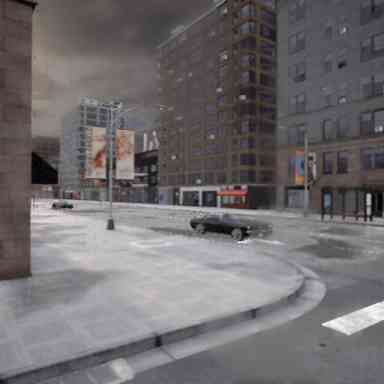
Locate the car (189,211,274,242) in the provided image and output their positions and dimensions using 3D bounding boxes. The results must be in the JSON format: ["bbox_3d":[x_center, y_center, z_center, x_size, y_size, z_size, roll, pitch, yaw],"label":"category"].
[{"bbox_3d":[1.918,1.703,17.256,1.895,1.301,4.718,0,0,-35],"label":"car"}]

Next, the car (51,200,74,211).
[{"bbox_3d":[-17.197,1.772,44.141,1.895,1.301,4.718,0,0,-35],"label":"car"}]
